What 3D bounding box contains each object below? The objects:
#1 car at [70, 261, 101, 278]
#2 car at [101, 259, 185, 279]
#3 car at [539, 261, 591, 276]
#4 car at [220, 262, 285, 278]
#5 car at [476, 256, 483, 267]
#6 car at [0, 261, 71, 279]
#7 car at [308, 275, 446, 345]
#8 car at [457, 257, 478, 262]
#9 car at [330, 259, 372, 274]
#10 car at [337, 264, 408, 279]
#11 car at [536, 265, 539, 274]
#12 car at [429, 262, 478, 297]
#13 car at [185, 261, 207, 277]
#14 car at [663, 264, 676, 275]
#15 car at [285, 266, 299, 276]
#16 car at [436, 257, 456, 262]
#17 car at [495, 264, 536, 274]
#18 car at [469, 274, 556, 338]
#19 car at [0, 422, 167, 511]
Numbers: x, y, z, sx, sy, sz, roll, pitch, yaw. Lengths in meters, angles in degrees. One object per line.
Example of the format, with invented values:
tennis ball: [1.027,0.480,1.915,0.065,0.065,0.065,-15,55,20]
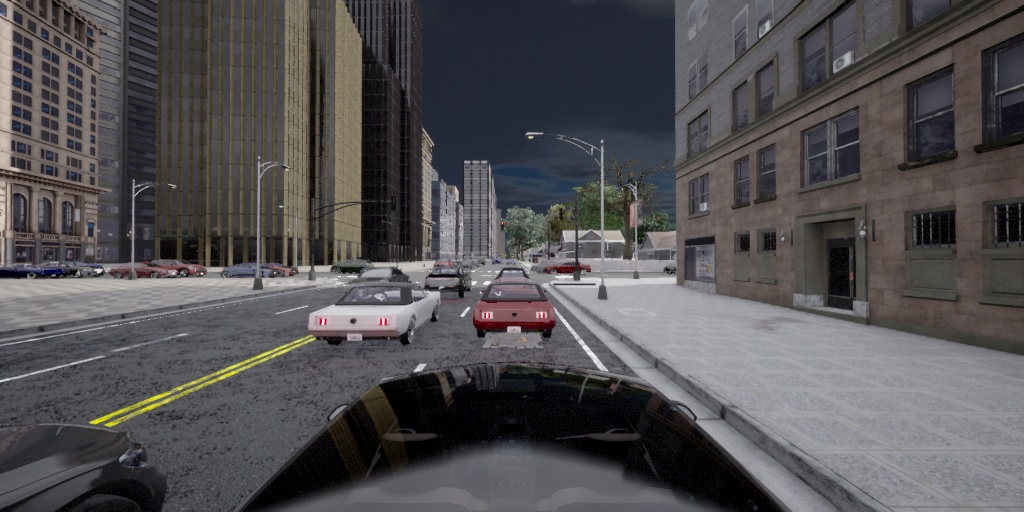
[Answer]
car: [-40.587,1.229,32.886,4.902,1.511,2.128,0,-1,-6]
car: [-31.216,1.232,30.449,4.674,1.442,1.812,0,-1,-4]
car: [5.750,1.246,37.696,5.008,1.535,1.882,0,-1,-5]
car: [-22.543,1.271,30.983,4.181,1.385,1.994,0,-1,-3]
car: [-6.779,1.258,64.586,1.837,1.490,4.892,0,0,0]
car: [-40.383,1.305,29.649,4.718,1.301,1.895,0,-1,-6]
car: [-3.181,1.352,9.462,1.895,1.301,4.718,0,0,0]
car: [-6.771,1.258,54.447,1.837,1.490,4.892,0,0,0]
car: [-18.293,1.160,41.134,4.553,1.767,2.097,0,-1,-2]
car: [-6.455,1.277,17.763,1.812,1.442,4.674,0,0,2]
car: [4.301,1.378,42.328,4.181,1.385,1.994,0,0,17]
car: [-3.209,1.243,18.715,2.128,1.511,4.902,0,0,0]
car: [-31.516,1.092,33.683,4.553,1.767,2.097,0,-1,-5]
car: [18.485,1.124,37.972,4.553,1.767,2.097,0,-1,0]
car: [-22.832,1.304,34.224,4.181,1.385,1.994,0,-1,-3]
car: [-10.020,1.105,52.619,2.097,1.767,4.553,0,0,0]
car: [0.038,1.316,18.940,1.994,1.385,4.181,0,0,0]
car: [0.052,1.351,10.183,1.895,1.301,4.718,0,0,0]
car: [-3.141,1.275,0.319,1.812,1.442,4.674,0,0,0]
